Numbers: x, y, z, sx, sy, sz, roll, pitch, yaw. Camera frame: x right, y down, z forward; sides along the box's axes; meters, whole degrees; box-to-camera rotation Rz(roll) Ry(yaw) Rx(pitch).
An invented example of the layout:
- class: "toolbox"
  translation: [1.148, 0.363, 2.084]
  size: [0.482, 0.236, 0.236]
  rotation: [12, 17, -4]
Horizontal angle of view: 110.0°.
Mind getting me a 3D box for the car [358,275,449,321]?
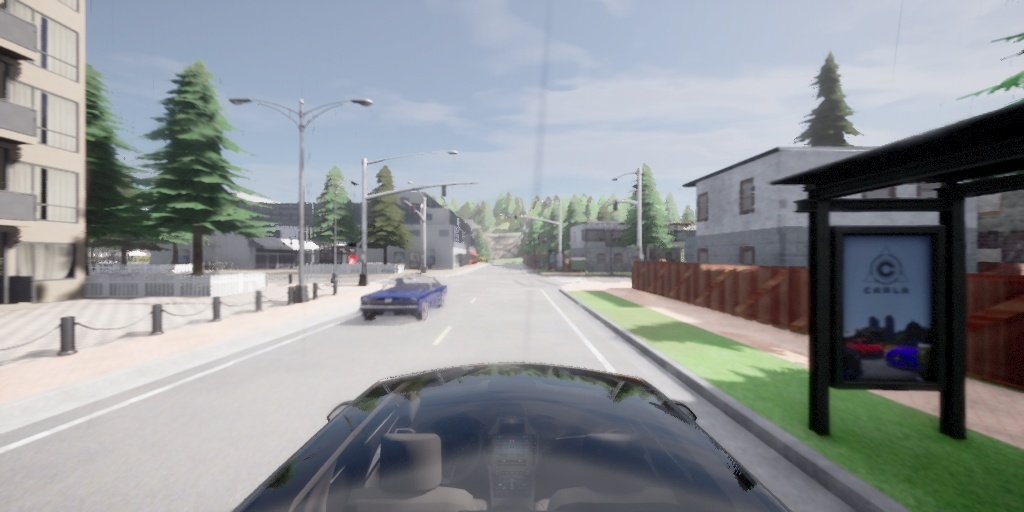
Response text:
- class: "car"
  translation: [-3.561, 1.368, 12.583]
  size: [1.895, 1.301, 4.718]
  rotation: [0, 0, 0]
